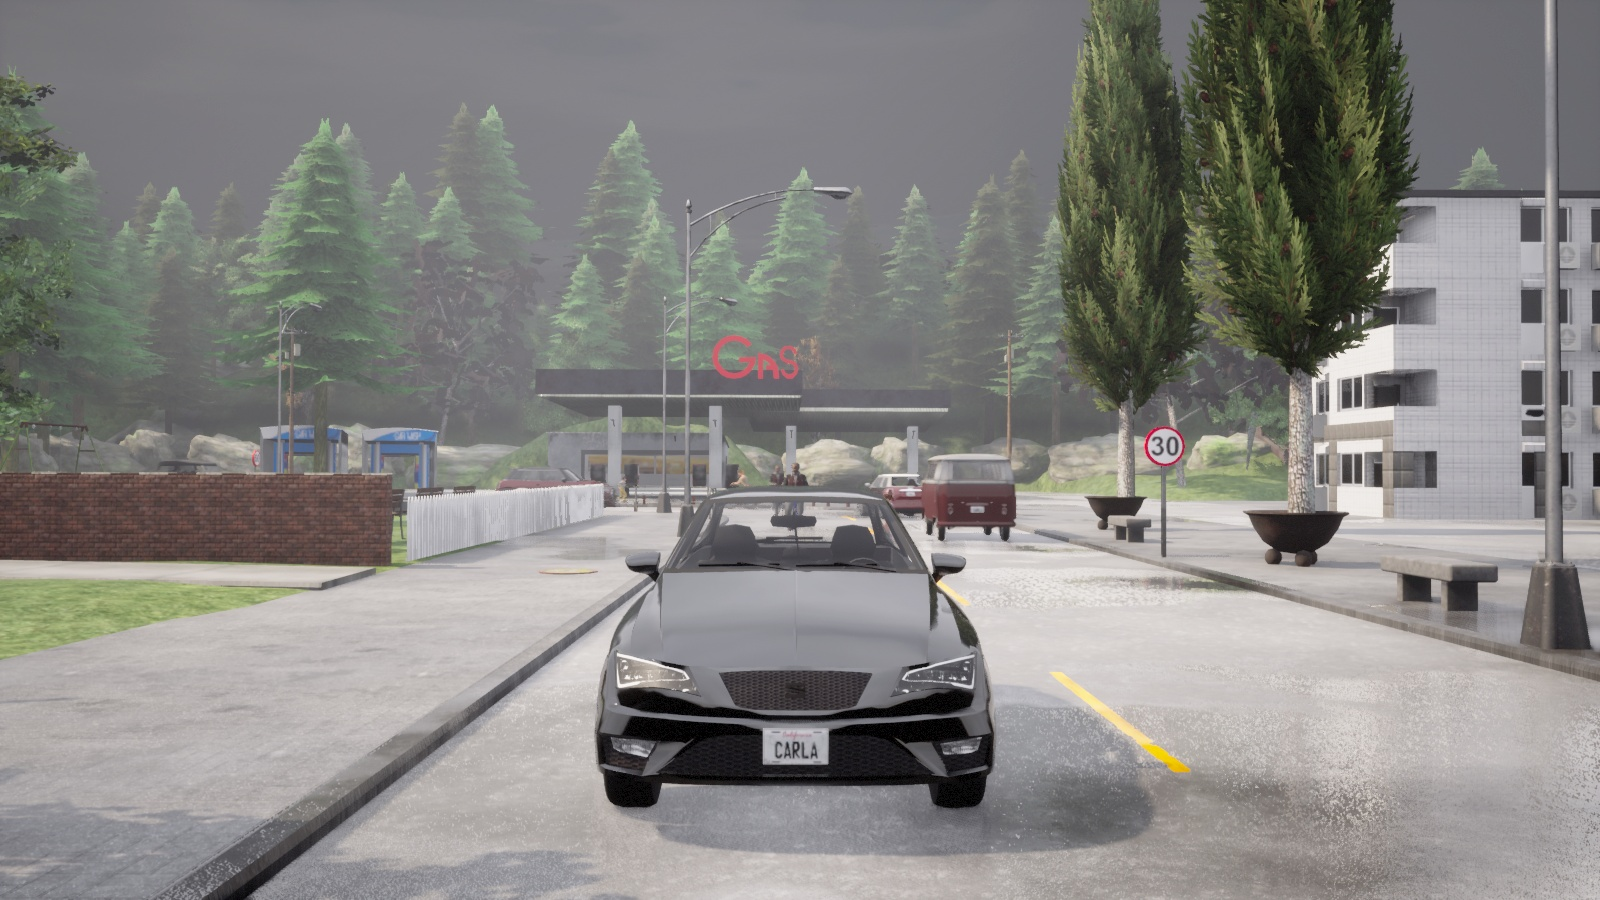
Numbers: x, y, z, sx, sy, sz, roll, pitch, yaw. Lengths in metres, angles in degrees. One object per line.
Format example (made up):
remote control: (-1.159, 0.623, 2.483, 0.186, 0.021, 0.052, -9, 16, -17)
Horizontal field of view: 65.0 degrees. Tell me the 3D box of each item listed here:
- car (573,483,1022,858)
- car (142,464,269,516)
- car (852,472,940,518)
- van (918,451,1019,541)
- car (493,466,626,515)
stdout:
car: (-0.019, 0.949, 7.198, 1.816, 1.474, 4.193, 0, -1, 0)
car: (-22.318, 1.491, 47.246, 3.866, 1.878, 1.905, 0, -1, 0)
car: (3.205, 1.481, 42.527, 1.970, 1.475, 3.806, 0, -1, -12)
van: (3.913, 1.052, 29.847, 1.775, 1.987, 4.442, 0, -1, 0)
car: (-8.997, 1.501, 47.254, 4.553, 1.767, 2.097, 0, -1, 1)
